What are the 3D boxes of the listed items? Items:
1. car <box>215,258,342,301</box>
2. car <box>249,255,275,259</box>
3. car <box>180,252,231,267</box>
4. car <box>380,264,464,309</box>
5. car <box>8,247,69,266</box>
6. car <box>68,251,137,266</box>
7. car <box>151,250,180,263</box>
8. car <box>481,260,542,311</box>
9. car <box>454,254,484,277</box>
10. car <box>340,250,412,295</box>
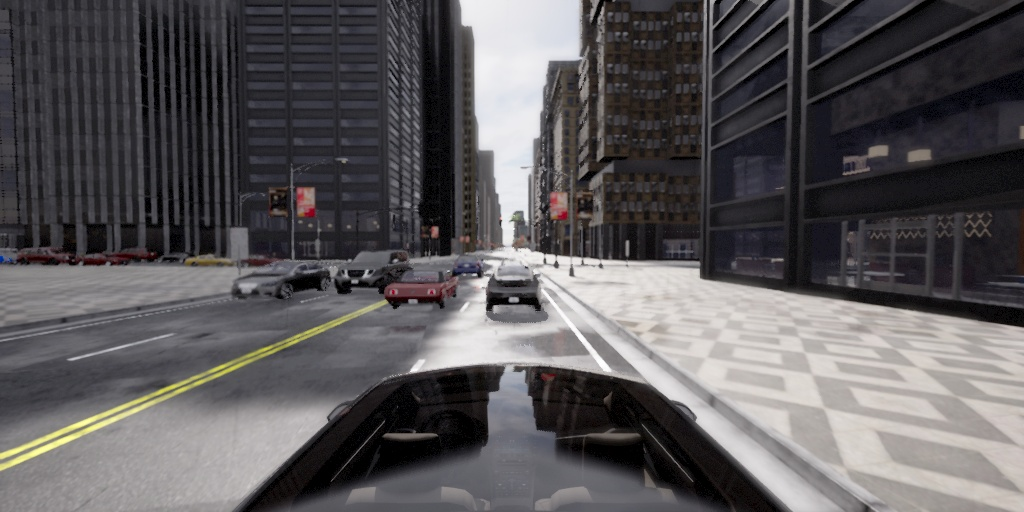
[{"bbox_3d":[-9.858,1.003,15.786,2.128,1.511,4.902,0,1,0],"label":"car"},{"bbox_3d":[-26.203,0.543,37.971,4.507,1.381,1.888,0,0,-1],"label":"car"},{"bbox_3d":[-31.658,0.481,37.912,4.829,1.417,1.751,0,0,-1],"label":"car"},{"bbox_3d":[-3.206,1.145,13.754,1.895,1.301,4.718,0,1,-1],"label":"car"},{"bbox_3d":[-48.701,0.133,37.731,5.009,1.841,2.192,0,0,-1],"label":"car"},{"bbox_3d":[-43.076,0.410,37.791,4.507,1.381,1.888,0,0,-1],"label":"car"},{"bbox_3d":[-43.164,0.184,46.313,4.313,1.339,1.948,0,0,-1],"label":"car"},{"bbox_3d":[0.047,1.055,13.360,1.837,1.490,4.892,0,1,0],"label":"car"},{"bbox_3d":[-3.305,0.649,27.884,2.097,1.767,4.553,0,1,-1],"label":"car"},{"bbox_3d":[-6.595,0.700,17.836,2.150,2.045,5.566,0,1,0],"label":"car"}]
